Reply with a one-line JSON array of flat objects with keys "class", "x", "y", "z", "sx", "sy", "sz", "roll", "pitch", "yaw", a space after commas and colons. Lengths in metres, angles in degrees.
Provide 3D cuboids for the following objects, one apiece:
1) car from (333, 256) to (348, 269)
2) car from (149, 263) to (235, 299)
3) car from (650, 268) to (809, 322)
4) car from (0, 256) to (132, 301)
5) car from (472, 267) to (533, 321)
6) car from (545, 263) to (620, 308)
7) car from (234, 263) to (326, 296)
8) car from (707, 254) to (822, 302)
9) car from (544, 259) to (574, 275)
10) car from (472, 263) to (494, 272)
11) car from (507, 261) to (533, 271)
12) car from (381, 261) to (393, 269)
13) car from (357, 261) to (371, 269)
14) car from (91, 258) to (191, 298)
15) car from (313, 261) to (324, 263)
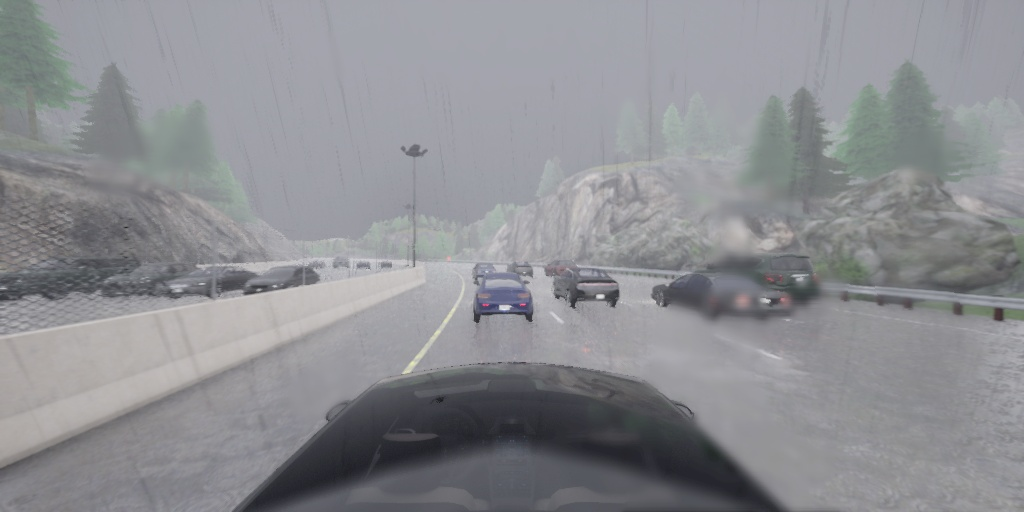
[{"class": "car", "x": -27.945, "y": 1.037, "z": 58.945, "sx": 2.150, "sy": 2.045, "sz": 5.566, "roll": 0, "pitch": 0, "yaw": -20}, {"class": "car", "x": -15.080, "y": 1.276, "z": 18.358, "sx": 2.128, "sy": 1.511, "sz": 4.902, "roll": 0, "pitch": 0, "yaw": -6}, {"class": "car", "x": 6.710, "y": 1.283, "z": 12.222, "sx": 2.033, "sy": 1.411, "sz": 5.357, "roll": 0, "pitch": 0, "yaw": -3}, {"class": "car", "x": -22.064, "y": 1.022, "z": 18.119, "sx": 2.150, "sy": 2.045, "sz": 5.566, "roll": 0, "pitch": 0, "yaw": -6}, {"class": "car", "x": -0.348, "y": 1.277, "z": 12.340, "sx": 1.812, "sy": 1.442, "sz": 4.674, "roll": 0, "pitch": 0, "yaw": -3}, {"class": "car", "x": 2.959, "y": 1.236, "z": 15.160, "sx": 2.128, "sy": 1.511, "sz": 4.902, "roll": 0, "pitch": 0, "yaw": -4}, {"class": "car", "x": -11.577, "y": 1.282, "z": 18.479, "sx": 1.837, "sy": 1.490, "sz": 4.892, "roll": 0, "pitch": 0, "yaw": -6}, {"class": "car", "x": 9.995, "y": 0.950, "z": 15.304, "sx": 2.150, "sy": 2.045, "sz": 5.566, "roll": 0, "pitch": 0, "yaw": -4}, {"class": "car", "x": 4.377, "y": 1.095, "z": 32.424, "sx": 2.097, "sy": 1.767, "sz": 4.553, "roll": 0, "pitch": 0, "yaw": -9}, {"class": "car", "x": -2.413, "y": 1.305, "z": 30.883, "sx": 2.033, "sy": 1.411, "sz": 5.357, "roll": 0, "pitch": 0, "yaw": -10}, {"class": "car", "x": 0.680, "y": 1.243, "z": 33.343, "sx": 2.128, "sy": 1.511, "sz": 4.902, "roll": 0, "pitch": 0, "yaw": -10}, {"class": "car", "x": -20.724, "y": 1.402, "z": 59.575, "sx": 1.895, "sy": 1.301, "sz": 4.718, "roll": 0, "pitch": 0, "yaw": -19}, {"class": "car", "x": -23.878, "y": 1.409, "z": 57.940, "sx": 1.895, "sy": 1.301, "sz": 4.718, "roll": 0, "pitch": 0, "yaw": -19}, {"class": "car", "x": -18.670, "y": 1.145, "z": 19.038, "sx": 2.097, "sy": 1.767, "sz": 4.553, "roll": 0, "pitch": 0, "yaw": -7}, {"class": "car", "x": -31.041, "y": 1.426, "z": 57.257, "sx": 1.895, "sy": 1.301, "sz": 4.718, "roll": 0, "pitch": 0, "yaw": -20}]
